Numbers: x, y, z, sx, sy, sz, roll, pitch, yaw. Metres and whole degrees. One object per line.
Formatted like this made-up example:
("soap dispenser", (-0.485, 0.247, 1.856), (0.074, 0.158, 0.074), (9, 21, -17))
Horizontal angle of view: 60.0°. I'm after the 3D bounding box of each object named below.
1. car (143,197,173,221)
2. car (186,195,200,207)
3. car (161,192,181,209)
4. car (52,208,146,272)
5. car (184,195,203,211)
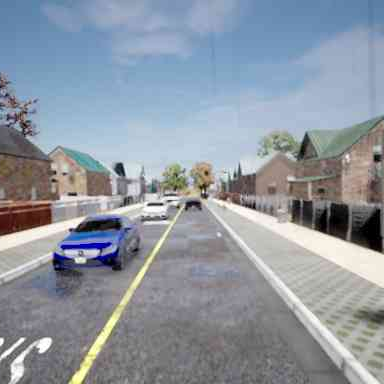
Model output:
("car", (-2.768, 1.373, 25.860), (1.812, 1.442, 4.674), (0, 0, 0))
("car", (0.145, 1.239, 48.718), (1.882, 1.535, 5.008), (0, 0, 0))
("car", (-2.635, 1.003, 42.038), (2.150, 2.045, 5.566), (0, 0, 0))
("car", (-2.824, 1.464, 10.769), (1.812, 1.442, 4.674), (0, 0, 0))
("car", (0.157, 1.291, 37.865), (1.837, 1.490, 4.892), (0, 0, 1))
